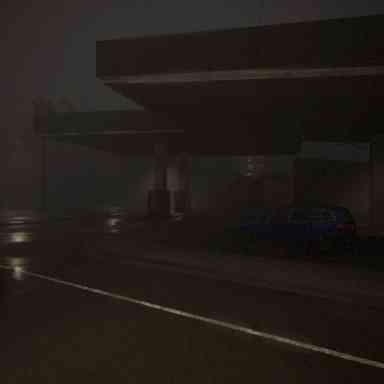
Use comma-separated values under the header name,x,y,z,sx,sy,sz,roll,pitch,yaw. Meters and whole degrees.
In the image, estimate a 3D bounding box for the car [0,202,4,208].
name,x,y,z,sx,sy,sz,roll,pitch,yaw
car,-26.753,1.564,42.945,1.994,1.385,4.181,0,0,36

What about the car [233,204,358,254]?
name,x,y,z,sx,sy,sz,roll,pitch,yaw
car,3.886,1.295,12.999,4.611,1.667,2.242,0,0,35

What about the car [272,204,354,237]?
name,x,y,z,sx,sy,sz,roll,pitch,yaw
car,6.567,1.456,18.137,3.806,1.475,1.970,0,0,35

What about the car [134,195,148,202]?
name,x,y,z,sx,sy,sz,roll,pitch,yaw
car,-10.650,1.500,75.751,4.892,1.490,1.837,0,0,-27
